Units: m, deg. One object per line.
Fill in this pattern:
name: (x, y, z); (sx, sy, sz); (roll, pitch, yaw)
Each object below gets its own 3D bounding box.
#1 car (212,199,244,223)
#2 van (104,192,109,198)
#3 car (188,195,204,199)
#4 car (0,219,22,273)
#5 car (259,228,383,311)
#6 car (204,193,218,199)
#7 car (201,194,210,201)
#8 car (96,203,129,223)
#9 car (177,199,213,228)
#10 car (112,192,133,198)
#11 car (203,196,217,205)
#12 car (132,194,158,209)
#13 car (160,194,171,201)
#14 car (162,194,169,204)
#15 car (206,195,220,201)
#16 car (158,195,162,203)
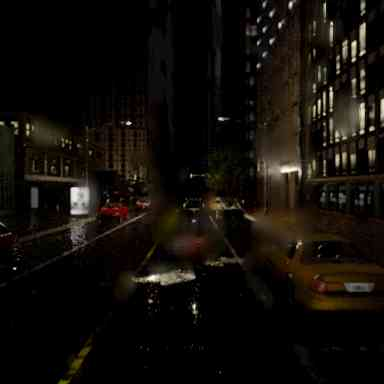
car: (2.716, 1.431, 24.070); (2.008, 1.369, 4.403); (0, 0, 0)
van: (-24.037, 0.905, 87.841); (3.998, 1.788, 1.690); (0, 0, 1)
car: (0.154, 1.358, 41.780); (1.994, 1.385, 4.181); (0, 0, 0)
car: (-5.685, 1.401, 7.504); (1.967, 1.590, 4.097); (0, 0, 0)
car: (2.695, 1.487, 7.666); (1.752, 1.417, 4.829); (0, 0, 0)
car: (2.743, 1.089, 46.166); (2.192, 1.841, 5.009); (0, 0, 0)
car: (2.909, 1.226, 73.788); (1.802, 1.307, 4.206); (0, 0, 0)
car: (-5.664, 1.461, 24.077); (1.802, 1.307, 4.206); (0, 0, 0)
car: (0.126, 1.398, 21.255); (1.837, 1.490, 4.892); (0, 0, 0)
car: (-18.496, 0.888, 87.776); (5.009, 1.841, 2.192); (0, 0, 1)
car: (2.752, 1.293, 51.691); (1.887, 1.381, 4.507); (0, 0, 0)
car: (-5.643, 1.239, 40.649); (1.967, 1.590, 4.097); (0, 0, 0)
car: (-5.731, 1.194, 72.422); (1.887, 1.381, 4.507); (0, 0, 0)
car: (-5.622, 1.161, 57.221); (1.967, 1.590, 4.097); (0, 0, 0)
car: (2.730, 1.351, 35.288); (1.752, 1.417, 4.829); (0, 0, 0)
car: (-5.635, 1.355, 46.174); (1.802, 1.307, 4.206); (0, 0, 0)
